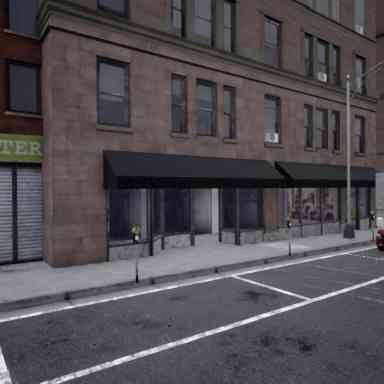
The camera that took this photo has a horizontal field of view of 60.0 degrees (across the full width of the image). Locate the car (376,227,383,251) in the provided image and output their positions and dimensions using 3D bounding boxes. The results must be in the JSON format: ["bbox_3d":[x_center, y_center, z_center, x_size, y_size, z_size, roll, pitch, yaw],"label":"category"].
[{"bbox_3d":[8.843,1.540,12.854,4.507,1.381,1.887,0,-1,-36],"label":"car"}]
